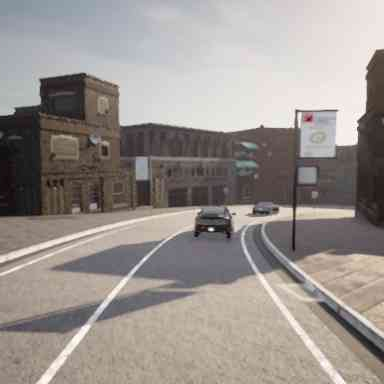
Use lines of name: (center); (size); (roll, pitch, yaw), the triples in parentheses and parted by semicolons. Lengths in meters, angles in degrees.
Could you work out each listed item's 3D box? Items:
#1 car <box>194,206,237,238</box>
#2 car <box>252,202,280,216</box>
car: (1.293, 1.520, 18.061); (1.837, 1.490, 4.892); (0, 0, 9)
car: (7.925, 1.713, 35.254); (1.994, 1.385, 4.181); (3, 1, 31)
